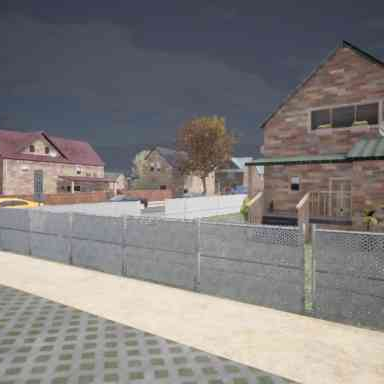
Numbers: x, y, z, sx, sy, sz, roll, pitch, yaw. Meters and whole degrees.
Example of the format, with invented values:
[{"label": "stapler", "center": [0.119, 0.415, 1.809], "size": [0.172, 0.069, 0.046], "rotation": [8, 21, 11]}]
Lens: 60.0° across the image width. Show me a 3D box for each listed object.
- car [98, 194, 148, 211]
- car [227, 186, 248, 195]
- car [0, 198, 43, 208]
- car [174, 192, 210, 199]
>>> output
[{"label": "car", "center": [-6.053, 0.923, 29.290], "size": [1.882, 1.535, 5.008], "rotation": [1, 2, 35]}, {"label": "car", "center": [7.109, 0.138, 47.660], "size": [2.150, 2.045, 5.566], "rotation": [1, 2, 36]}, {"label": "car", "center": [-11.950, 1.162, 21.005], "size": [1.882, 1.535, 5.008], "rotation": [1, 2, 35]}, {"label": "car", "center": [0.060, 0.745, 37.867], "size": [2.033, 1.411, 5.357], "rotation": [1, 2, 36]}]
